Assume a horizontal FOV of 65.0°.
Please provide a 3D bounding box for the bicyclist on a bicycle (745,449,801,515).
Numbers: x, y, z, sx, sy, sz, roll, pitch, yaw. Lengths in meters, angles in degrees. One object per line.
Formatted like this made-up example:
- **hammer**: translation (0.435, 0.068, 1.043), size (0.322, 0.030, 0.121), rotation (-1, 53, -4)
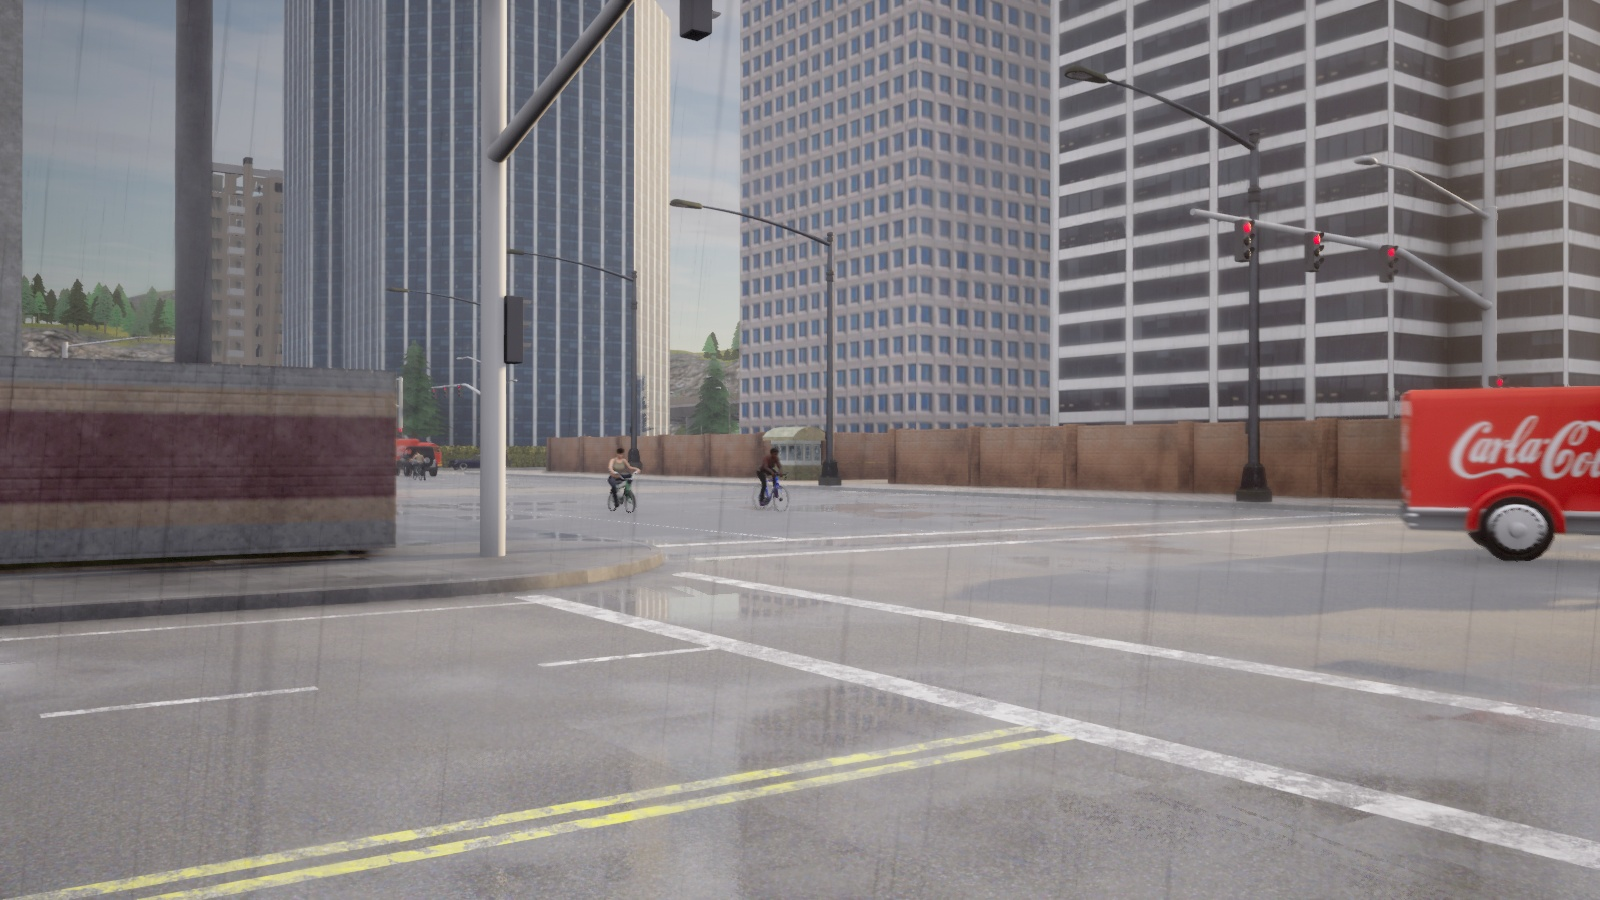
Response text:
- **bicyclist on a bicycle**: translation (-0.694, 0.777, 31.769), size (0.582, 1.620, 1.656), rotation (0, 0, -35)

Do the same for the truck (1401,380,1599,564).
- **truck**: translation (11.562, 0.275, 17.969), size (5.204, 2.467, 2.627), rotation (0, 1, 22)

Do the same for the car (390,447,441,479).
- **car**: translation (-23.771, 0.781, 77.625), size (1.905, 1.878, 3.866), rotation (0, 0, -35)

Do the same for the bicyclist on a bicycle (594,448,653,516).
- **bicyclist on a bicycle**: translation (-4.350, 0.766, 30.917), size (0.866, 1.612, 1.509), rotation (0, 0, -34)
